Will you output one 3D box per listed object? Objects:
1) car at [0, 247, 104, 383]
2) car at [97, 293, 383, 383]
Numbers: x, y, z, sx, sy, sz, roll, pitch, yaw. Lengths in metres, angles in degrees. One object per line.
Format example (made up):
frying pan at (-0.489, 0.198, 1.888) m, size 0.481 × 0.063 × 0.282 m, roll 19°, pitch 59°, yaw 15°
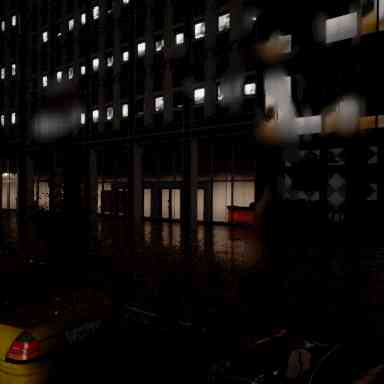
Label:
car at (-3.085, 1.524, 5.075) m, size 4.829 × 1.417 × 1.752 m, roll 0°, pitch 1°, yaw 36°
car at (1.673, 1.440, 1.666) m, size 4.097 × 1.590 × 1.967 m, roll 0°, pitch 1°, yaw 36°
